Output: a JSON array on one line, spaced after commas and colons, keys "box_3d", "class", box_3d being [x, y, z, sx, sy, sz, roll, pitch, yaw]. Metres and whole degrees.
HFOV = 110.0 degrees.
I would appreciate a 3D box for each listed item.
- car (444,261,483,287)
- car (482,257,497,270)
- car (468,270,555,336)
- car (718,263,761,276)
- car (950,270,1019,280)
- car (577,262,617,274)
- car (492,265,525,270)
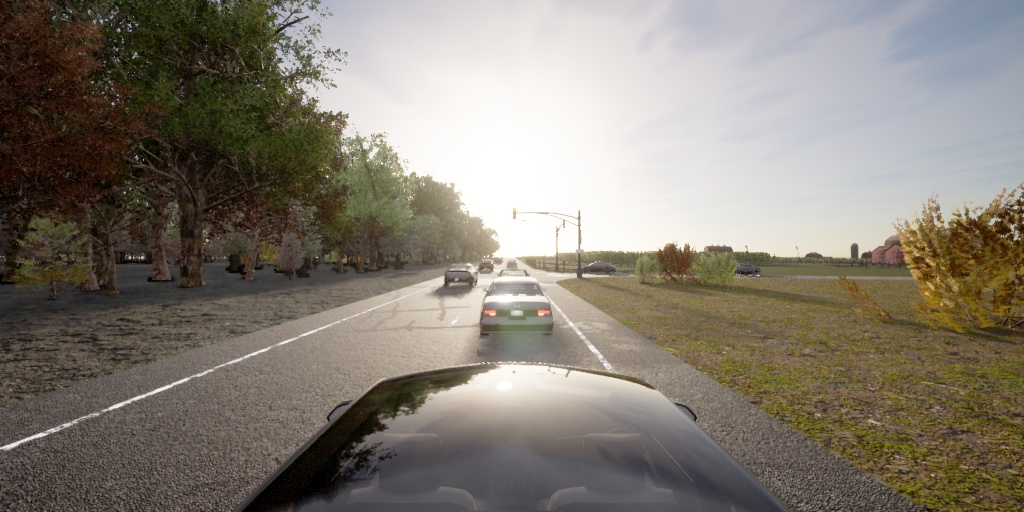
[{"box_3d": [-3.422, 1.246, 24.641, 2.128, 1.511, 4.902, 0, 0, 0], "class": "car"}, {"box_3d": [-3.445, 1.263, 49.392, 1.837, 1.490, 4.892, 0, 0, 0], "class": "car"}, {"box_3d": [0.087, 1.300, 10.384, 2.033, 1.411, 5.357, 0, 0, 0], "class": "car"}, {"box_3d": [26.833, 1.592, 42.610, 4.902, 1.511, 2.128, 1, -1, 0], "class": "car"}, {"box_3d": [51.384, 1.910, 38.888, 4.718, 1.301, 1.895, 1, -1, 1], "class": "car"}, {"box_3d": [10.214, 1.454, 43.268, 4.674, 1.442, 1.812, 1, -1, 10], "class": "car"}, {"box_3d": [0.081, 1.355, 20.034, 1.895, 1.301, 4.718, 0, 0, 0], "class": "car"}]
